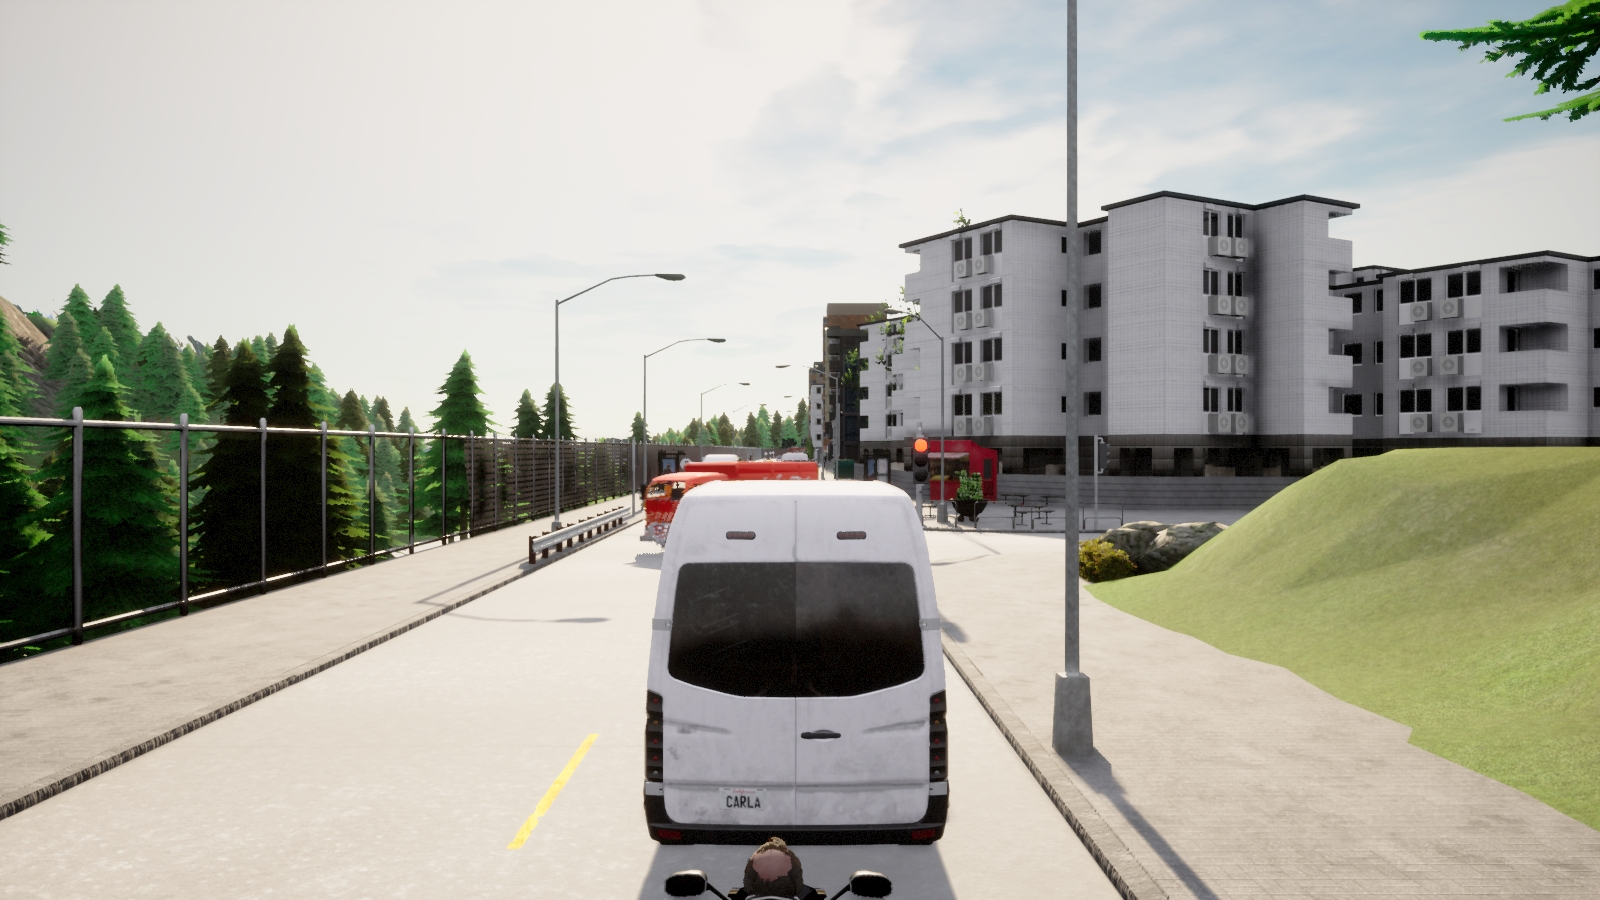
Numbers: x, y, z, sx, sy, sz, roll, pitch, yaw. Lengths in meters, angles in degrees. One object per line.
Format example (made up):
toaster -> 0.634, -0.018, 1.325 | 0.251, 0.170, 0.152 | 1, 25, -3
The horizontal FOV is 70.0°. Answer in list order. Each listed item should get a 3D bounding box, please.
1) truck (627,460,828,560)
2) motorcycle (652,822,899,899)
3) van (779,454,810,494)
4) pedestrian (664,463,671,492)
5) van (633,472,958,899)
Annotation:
truck -> -1.931, 1.564, 31.904 | 2.627, 2.467, 5.204 | -1, 0, 42
motorcycle -> -0.090, 2.205, 3.746 | 0.867, 1.251, 2.209 | 0, 0, 1
van -> -0.337, 1.534, 75.970 | 1.988, 2.561, 5.915 | 0, 0, 0
pedestrian -> -8.446, 1.744, 72.811 | 0.375, 1.860, 0.375 | 0, 0, 19
van -> -0.034, 1.534, 9.946 | 1.988, 2.561, 5.915 | 0, 0, 0
